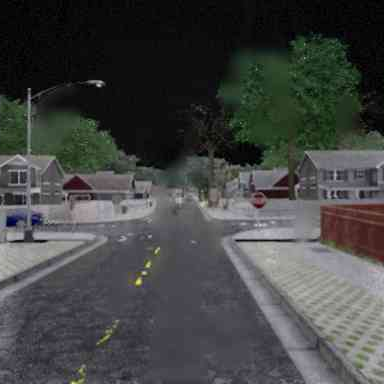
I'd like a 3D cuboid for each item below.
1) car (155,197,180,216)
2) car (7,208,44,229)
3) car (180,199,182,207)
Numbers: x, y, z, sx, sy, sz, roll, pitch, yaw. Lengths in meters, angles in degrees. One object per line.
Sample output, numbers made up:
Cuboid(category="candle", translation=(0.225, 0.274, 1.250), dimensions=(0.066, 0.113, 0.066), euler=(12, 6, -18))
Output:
Cuboid(category="car", translation=(-2.908, 1.624, 38.425), dimensions=(2.150, 2.045, 5.566), euler=(0, 0, 0))
Cuboid(category="car", translation=(-13.706, 1.948, 24.793), dimensions=(5.008, 1.535, 1.882), euler=(-1, 0, 0))
Cuboid(category="car", translation=(-2.910, 2.073, 52.476), dimensions=(1.812, 1.442, 4.674), euler=(0, -1, 0))
